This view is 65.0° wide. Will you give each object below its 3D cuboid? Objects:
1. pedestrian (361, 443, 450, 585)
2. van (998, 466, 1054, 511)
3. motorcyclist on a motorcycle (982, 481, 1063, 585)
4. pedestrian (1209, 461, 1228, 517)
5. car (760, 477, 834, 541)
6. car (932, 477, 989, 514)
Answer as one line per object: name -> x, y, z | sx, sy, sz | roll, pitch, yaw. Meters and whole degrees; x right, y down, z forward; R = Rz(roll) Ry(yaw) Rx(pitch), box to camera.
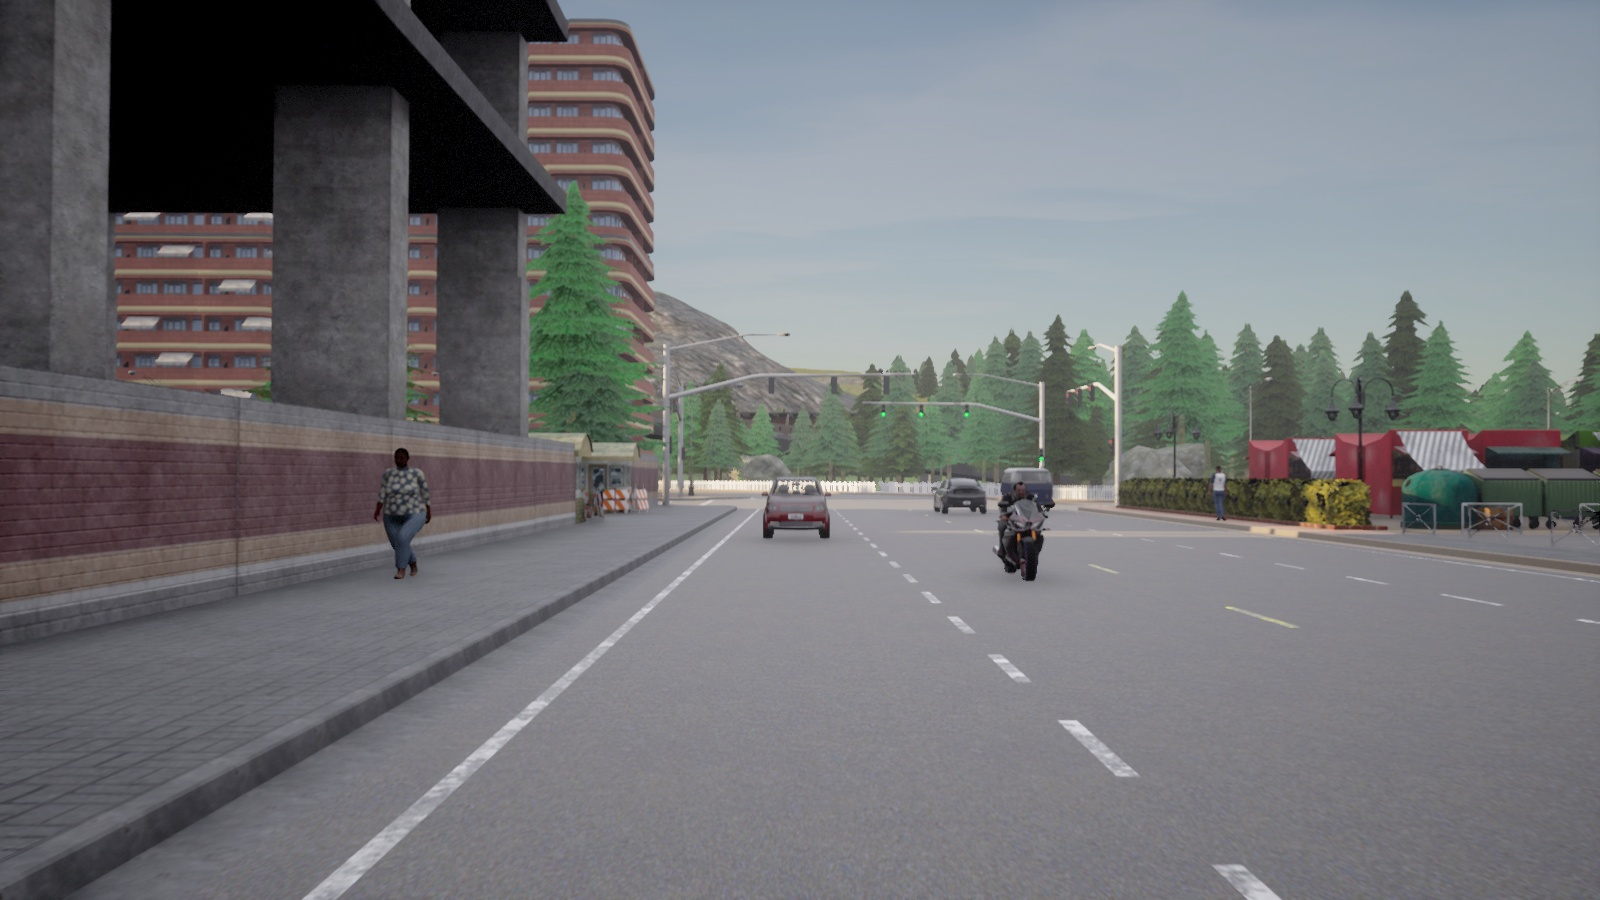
pedestrian -> -5.300, 0.851, 16.926 | 0.874, 1.855, 0.900 | 0, -1, 4
van -> 10.355, 1.748, 57.803 | 1.775, 1.987, 4.442 | 0, -1, 0
motorcyclist on a motorcycle -> 3.451, 1.256, 19.668 | 0.866, 1.530, 2.191 | 0, -1, 0
pedestrian -> 13.746, 1.287, 41.273 | 0.354, 1.836, 0.706 | 0, -1, 0
car -> -0.081, 1.481, 32.381 | 1.789, 1.549, 3.705 | 0, -1, 0
car -> 6.865, 1.937, 54.156 | 1.837, 1.490, 4.892 | 0, -1, 0
